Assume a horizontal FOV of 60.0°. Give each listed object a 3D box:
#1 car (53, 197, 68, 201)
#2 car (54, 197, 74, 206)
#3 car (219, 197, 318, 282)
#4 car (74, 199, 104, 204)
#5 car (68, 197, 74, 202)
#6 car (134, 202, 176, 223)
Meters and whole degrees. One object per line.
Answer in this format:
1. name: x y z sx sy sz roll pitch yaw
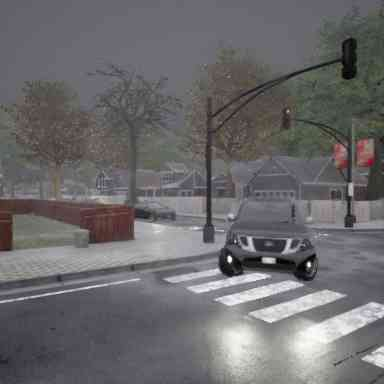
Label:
1. car: -19.751 1.598 49.271 1.812 1.442 4.674 0 -1 -35
2. car: -22.218 1.598 57.493 2.128 1.511 4.902 0 0 -36
3. car: 2.409 1.220 10.334 2.150 2.045 5.566 2 0 13
4. car: -11.089 1.538 36.999 2.128 1.511 4.902 0 0 -35
5. car: -16.569 1.651 49.678 1.994 1.385 4.181 0 0 -35
6. car: -3.097 1.502 25.784 1.882 1.535 5.008 0 -1 -35
